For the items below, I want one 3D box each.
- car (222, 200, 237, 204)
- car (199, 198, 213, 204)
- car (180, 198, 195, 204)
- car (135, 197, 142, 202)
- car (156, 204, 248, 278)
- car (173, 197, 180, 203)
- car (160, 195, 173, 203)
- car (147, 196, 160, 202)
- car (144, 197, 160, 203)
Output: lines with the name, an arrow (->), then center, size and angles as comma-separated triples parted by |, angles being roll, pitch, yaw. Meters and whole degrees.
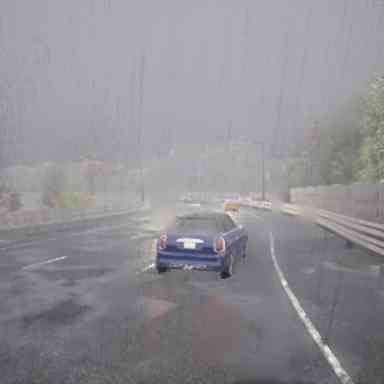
car -> 5.128, 1.871, 44.994 | 1.882, 1.535, 5.008 | 0, -1, 0
car -> 2.706, 2.025, 65.921 | 2.128, 1.511, 4.902 | 1, 0, -12
car -> -0.754, 2.135, 79.032 | 1.812, 1.442, 4.674 | 1, 0, -19
car -> -14.316, 2.037, 92.871 | 1.837, 1.490, 4.892 | 1, -1, -29
car -> 0.539, 1.440, 10.779 | 2.097, 1.767, 4.553 | 0, 0, 16
car -> -3.800, 2.172, 87.017 | 2.128, 1.511, 4.902 | 1, 0, -25
car -> -7.249, 2.172, 86.185 | 1.994, 1.385, 4.181 | 1, 0, -25
car -> -11.014, 2.013, 94.115 | 1.882, 1.535, 5.008 | 1, -1, -29
car -> -10.426, 1.938, 84.712 | 2.097, 1.767, 4.553 | 1, 0, -25
